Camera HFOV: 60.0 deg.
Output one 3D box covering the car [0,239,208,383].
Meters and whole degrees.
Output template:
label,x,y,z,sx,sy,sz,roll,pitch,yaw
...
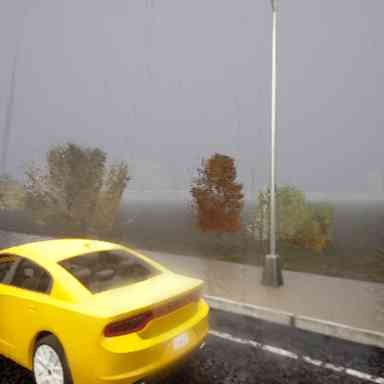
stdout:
label,x,y,z,sx,sy,sz,roll,pitch,yaw
car,-2.136,1.474,5.089,5.008,1.535,1.882,0,0,36
